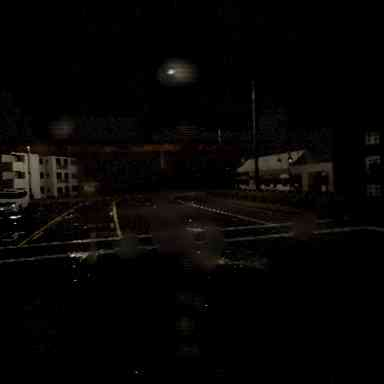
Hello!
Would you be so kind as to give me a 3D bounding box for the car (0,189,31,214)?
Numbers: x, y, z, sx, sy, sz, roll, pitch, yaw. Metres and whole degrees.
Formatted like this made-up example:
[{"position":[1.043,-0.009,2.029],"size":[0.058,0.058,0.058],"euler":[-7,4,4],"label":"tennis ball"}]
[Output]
[{"position":[-16.212,0.889,30.015],"size":[2.150,2.045,5.566],"euler":[-3,4,-13],"label":"car"}]
